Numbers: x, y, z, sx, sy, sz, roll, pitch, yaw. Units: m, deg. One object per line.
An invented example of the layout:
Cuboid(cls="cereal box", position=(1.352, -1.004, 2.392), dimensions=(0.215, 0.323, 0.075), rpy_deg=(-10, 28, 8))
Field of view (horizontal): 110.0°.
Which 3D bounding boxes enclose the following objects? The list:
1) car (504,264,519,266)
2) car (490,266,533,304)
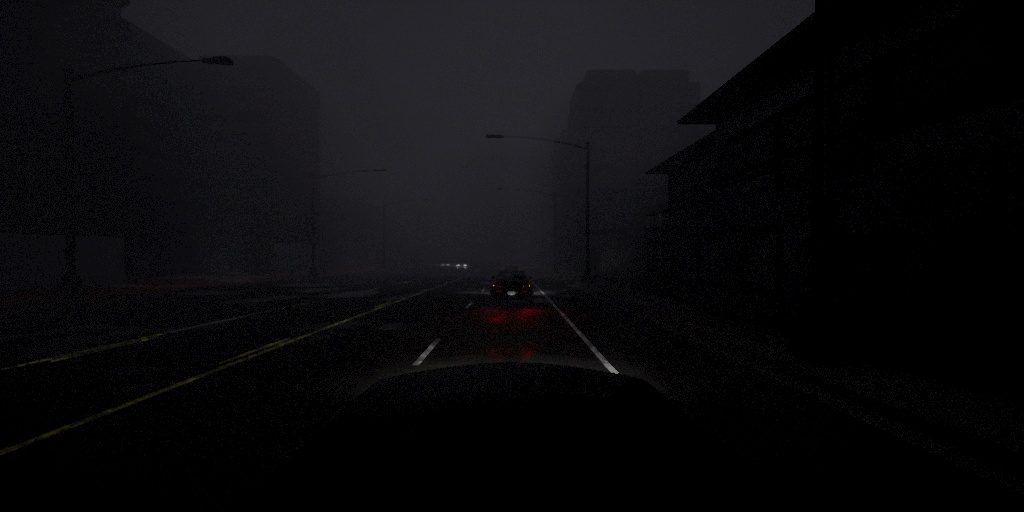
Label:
Cuboid(cls="car", position=(-0.026, 1.449, 31.513), dimensions=(1.882, 1.535, 5.008), rpy_deg=(0, -1, 0))
Cuboid(cls="car", position=(-0.013, 1.336, 16.509), dimensions=(1.812, 1.442, 4.674), rpy_deg=(0, -1, 0))
